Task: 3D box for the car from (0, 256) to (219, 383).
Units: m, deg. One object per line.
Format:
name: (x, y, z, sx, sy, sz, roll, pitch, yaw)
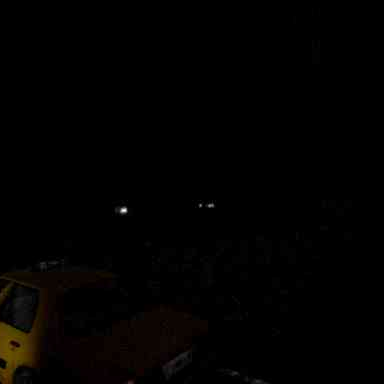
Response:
car: (-1.997, 1.536, 4.398, 4.829, 1.417, 1.752, 0, 0, 36)
